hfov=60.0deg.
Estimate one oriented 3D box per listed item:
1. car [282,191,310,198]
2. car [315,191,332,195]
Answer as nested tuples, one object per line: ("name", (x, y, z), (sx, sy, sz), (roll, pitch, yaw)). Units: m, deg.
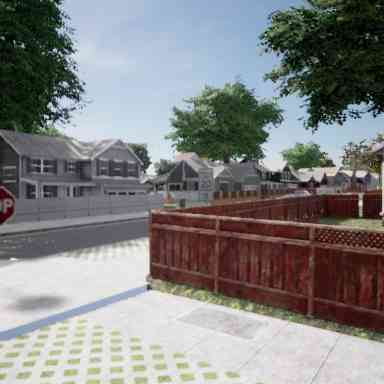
("car", (10.878, 0.907, 35.622), (2.033, 1.411, 5.357), (0, 1, 35))
("car", (18.585, 0.609, 46.616), (2.128, 1.511, 4.902), (0, 1, 35))
